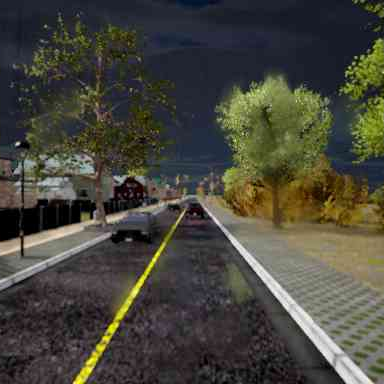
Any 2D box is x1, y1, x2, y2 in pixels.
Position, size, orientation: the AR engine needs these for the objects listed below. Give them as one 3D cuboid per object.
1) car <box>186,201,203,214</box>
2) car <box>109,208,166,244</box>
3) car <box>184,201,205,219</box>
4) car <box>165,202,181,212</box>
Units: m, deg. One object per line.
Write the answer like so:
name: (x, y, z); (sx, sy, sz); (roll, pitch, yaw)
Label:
car: (0.324, 1.980, 44.121); (2.128, 1.511, 4.902); (0, -1, 1)
car: (-2.760, 1.738, 17.236); (2.033, 1.411, 5.357); (0, -1, 0)
car: (0.276, 1.879, 33.846); (1.837, 1.490, 4.892); (0, -1, 0)
car: (-2.597, 2.072, 45.990); (1.994, 1.385, 4.181); (0, -1, 0)
